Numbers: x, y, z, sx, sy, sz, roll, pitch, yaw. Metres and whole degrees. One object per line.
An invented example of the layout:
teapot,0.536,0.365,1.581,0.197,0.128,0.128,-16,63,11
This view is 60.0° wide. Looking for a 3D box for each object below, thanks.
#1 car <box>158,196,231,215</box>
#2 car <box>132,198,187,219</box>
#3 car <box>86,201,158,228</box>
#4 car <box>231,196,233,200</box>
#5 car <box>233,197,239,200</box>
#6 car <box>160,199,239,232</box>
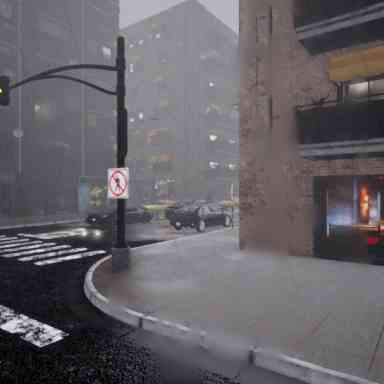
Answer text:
car,0.275,1.242,22.065,2.128,1.511,4.902,0,1,36
car,-2.574,1.252,27.346,1.752,1.417,4.829,1,1,36
car,-4.436,1.368,20.591,1.994,1.385,4.181,0,1,36
car,1.368,1.245,28.595,1.994,1.385,4.181,0,1,36
car,4.079,1.111,36.531,1.752,1.417,4.829,1,1,36
car,0.599,1.333,18.293,2.008,1.369,4.403,1,1,36
